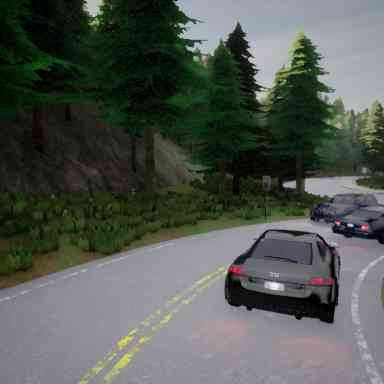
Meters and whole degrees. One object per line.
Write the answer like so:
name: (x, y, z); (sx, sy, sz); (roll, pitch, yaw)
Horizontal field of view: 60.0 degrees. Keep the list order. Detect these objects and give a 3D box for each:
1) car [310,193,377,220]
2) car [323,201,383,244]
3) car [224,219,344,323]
car: (8.840, 0.895, 18.927); (4.553, 1.767, 2.097); (-2, 5, -33)
car: (8.582, 1.371, 14.943); (5.357, 1.411, 2.033); (-1, 5, -33)
car: (2.205, 1.532, 7.417); (1.994, 1.385, 4.181); (2, 1, 24)
